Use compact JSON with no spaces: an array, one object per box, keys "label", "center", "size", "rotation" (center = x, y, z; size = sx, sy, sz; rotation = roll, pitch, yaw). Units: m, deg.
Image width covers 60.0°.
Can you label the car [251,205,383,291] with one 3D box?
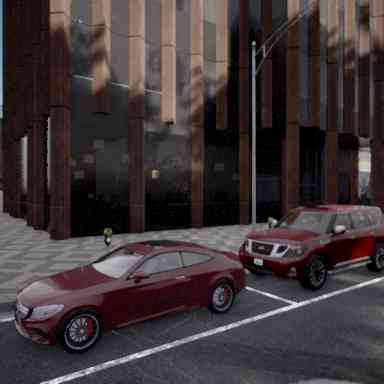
[{"label":"car","center":[3.593,1.313,9.217],"size":[5.009,1.841,2.192],"rotation":[0,0,-36]}]

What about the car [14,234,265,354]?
[{"label":"car","center":[-0.847,1.581,6.045],"size":[4.206,1.307,1.802],"rotation":[0,0,-36]}]
